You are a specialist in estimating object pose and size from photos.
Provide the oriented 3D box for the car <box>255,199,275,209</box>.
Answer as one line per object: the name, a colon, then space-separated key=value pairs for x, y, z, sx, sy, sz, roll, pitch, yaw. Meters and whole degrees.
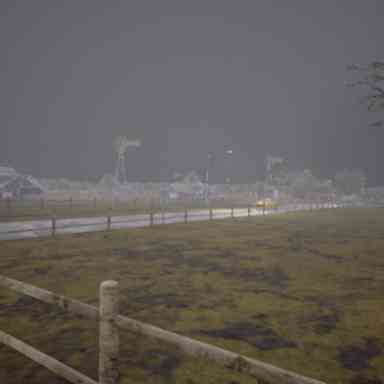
car: x=11.527 y=1.820 z=51.557 sx=1.882 sy=1.535 sz=5.008 roll=3 pitch=1 yaw=35
